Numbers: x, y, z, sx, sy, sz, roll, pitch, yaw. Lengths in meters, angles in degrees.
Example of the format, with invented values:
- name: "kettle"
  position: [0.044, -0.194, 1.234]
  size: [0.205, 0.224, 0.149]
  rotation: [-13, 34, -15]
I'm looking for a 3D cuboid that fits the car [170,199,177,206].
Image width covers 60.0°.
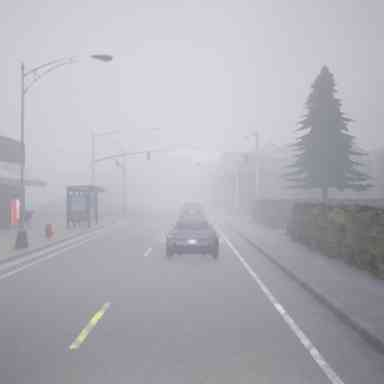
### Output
- name: "car"
  position: [-3.514, 2.271, 69.799]
  size: [2.033, 1.411, 5.357]
  rotation: [0, -1, 0]

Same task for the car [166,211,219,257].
- name: "car"
  position: [0.018, 1.708, 13.539]
  size: [1.994, 1.385, 4.181]
  rotation: [0, -1, 0]

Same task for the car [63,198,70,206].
- name: "car"
  position: [-25.905, 2.021, 69.842]
  size: [1.932, 1.855, 4.605]
  rotation: [0, -1, 0]

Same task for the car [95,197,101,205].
- name: "car"
  position: [-22.641, 2.082, 77.719]
  size: [1.905, 1.878, 3.866]
  rotation: [0, -1, 0]

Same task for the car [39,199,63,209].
- name: "car"
  position: [-22.576, 1.977, 52.791]
  size: [1.970, 1.475, 3.806]
  rotation: [0, -1, 0]

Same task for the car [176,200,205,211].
- name: "car"
  position: [0.013, 1.668, 28.430]
  size: [2.097, 1.767, 4.553]
  rotation: [0, -1, 0]
